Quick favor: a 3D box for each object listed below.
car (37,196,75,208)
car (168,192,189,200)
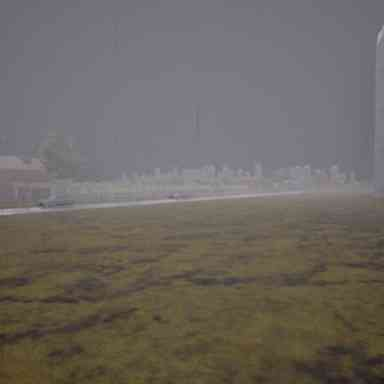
[{"bbox_3d":[-15.999,1.131,39.223,1.994,1.385,4.181,1,2,36],"label":"car"},{"bbox_3d":[-2.356,0.652,58.024,1.994,1.385,4.181,1,2,36],"label":"car"}]
